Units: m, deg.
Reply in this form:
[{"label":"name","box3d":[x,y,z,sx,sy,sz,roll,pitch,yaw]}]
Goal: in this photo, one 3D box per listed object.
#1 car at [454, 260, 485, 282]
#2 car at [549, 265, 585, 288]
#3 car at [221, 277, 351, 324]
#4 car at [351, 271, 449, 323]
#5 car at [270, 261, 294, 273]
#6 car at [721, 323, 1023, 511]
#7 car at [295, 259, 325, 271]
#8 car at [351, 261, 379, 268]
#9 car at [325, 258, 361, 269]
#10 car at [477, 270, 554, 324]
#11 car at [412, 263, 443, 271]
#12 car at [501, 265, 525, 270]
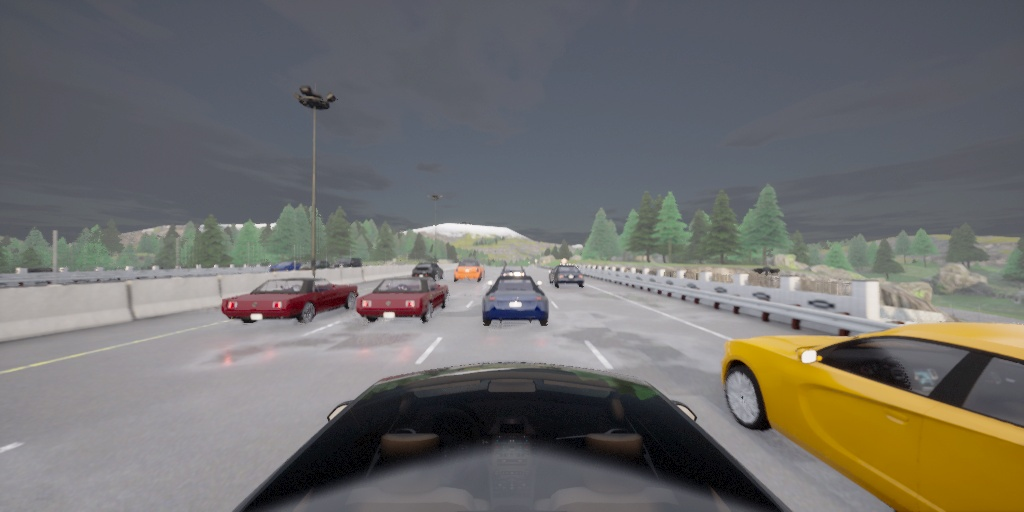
[{"label":"car","box3d":[-3.408,1.147,29.425,2.097,1.767,4.553,0,0,0]},{"label":"car","box3d":[3.594,1.322,24.327,2.033,1.411,5.357,0,0,0]},{"label":"car","box3d":[-6.902,1.358,11.919,1.895,1.301,4.718,0,0,0]},{"label":"car","box3d":[-3.403,1.359,12.179,1.895,1.301,4.718,0,0,0]},{"label":"car","box3d":[-28.083,1.438,44.948,1.882,1.535,5.008,0,-1,0]},{"label":"car","box3d":[3.595,1.228,2.566,1.882,1.535,5.008,0,0,0]},{"label":"car","box3d":[-24.586,1.314,45.071,2.097,1.767,4.553,0,-1,0]},{"label":"car","box3d":[-17.595,1.547,44.013,1.895,1.301,4.718,0,-1,0]},{"label":"car","box3d":[-21.085,1.200,45.874,2.150,2.045,5.566,0,-1,0]},{"label":"car","box3d":[0.097,1.322,11.948,1.994,1.385,4.181,0,0,0]},{"label":"car","box3d":[-6.908,1.301,29.731,1.837,1.490,4.892,0,0,0]},{"label":"car","box3d":[0.093,1.388,27.943,1.895,1.301,4.718,0,0,0]}]
